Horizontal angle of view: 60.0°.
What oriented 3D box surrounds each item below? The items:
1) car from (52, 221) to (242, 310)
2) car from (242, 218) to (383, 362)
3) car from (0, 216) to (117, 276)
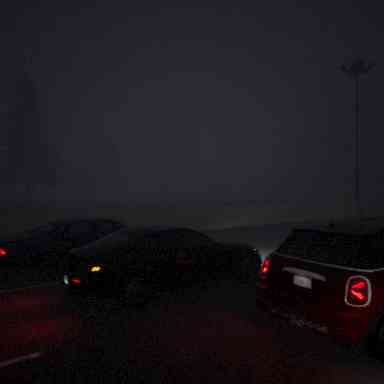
[{"bbox_3d":[-0.474,1.451,7.609,4.674,1.442,1.812,-1,1,-34],"label":"car"},{"bbox_3d":[3.358,1.265,5.925,4.553,1.767,2.097,-1,1,-33],"label":"car"},{"bbox_3d":[-3.008,1.467,10.134,5.357,1.411,2.033,-1,1,-34],"label":"car"}]
